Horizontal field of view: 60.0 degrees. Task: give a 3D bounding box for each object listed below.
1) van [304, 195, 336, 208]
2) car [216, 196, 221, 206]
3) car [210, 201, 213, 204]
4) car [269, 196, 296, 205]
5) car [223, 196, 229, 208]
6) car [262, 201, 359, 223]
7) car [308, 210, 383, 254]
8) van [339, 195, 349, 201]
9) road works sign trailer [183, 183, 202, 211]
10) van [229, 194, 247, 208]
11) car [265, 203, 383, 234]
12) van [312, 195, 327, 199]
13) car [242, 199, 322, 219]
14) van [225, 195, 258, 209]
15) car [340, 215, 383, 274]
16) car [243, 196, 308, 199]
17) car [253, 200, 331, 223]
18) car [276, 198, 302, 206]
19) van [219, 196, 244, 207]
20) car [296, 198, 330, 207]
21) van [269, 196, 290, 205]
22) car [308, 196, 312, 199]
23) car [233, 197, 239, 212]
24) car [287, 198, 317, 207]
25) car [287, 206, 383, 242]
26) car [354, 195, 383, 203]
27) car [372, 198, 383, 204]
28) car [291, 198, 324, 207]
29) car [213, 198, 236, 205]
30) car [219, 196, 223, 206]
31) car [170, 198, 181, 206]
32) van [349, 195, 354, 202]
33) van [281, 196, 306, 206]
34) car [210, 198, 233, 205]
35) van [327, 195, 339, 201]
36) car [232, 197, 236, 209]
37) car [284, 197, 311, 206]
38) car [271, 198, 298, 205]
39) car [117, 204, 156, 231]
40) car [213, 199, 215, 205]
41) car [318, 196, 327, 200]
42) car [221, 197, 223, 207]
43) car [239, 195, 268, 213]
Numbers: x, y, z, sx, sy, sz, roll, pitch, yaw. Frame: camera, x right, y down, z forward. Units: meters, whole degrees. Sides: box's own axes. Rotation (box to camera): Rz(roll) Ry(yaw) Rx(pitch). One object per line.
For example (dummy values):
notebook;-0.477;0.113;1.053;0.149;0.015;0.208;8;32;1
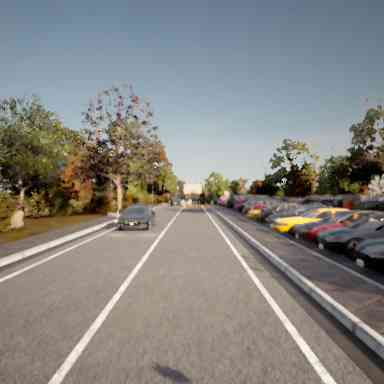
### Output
van;20.416;1.535;53.243;4.442;1.987;1.878;0;-1;0
car;7.252;1.870;59.028;5.008;1.535;2.097;0;-1;0
car;7.271;1.825;70.135;5.566;2.045;2.435;0;-1;0
car;20.432;1.927;75.399;5.566;2.045;2.435;0;-1;0
car;7.196;1.326;42.394;5.566;2.045;2.435;0;0;0
car;7.069;1.525;20.184;4.892;1.521;2.231;0;0;0
car;6.994;1.533;11.856;4.792;1.488;2.163;0;0;0
van;20.350;1.341;39.411;4.442;1.987;1.878;0;0;0
road works sign trailer;0.088;0.621;42.763;2.380;3.560;2.880;0;-1;-1
van;7.038;1.345;39.618;4.442;1.987;1.878;0;0;0
car;6.864;1.514;17.409;5.366;1.575;1.946;0;0;0
van;20.156;1.432;47.706;4.442;1.987;1.878;0;-1;0
car;6.903;1.534;25.737;5.366;1.575;1.946;0;0;0
van;7.077;1.439;47.930;4.442;1.987;1.878;0;-1;0
car;6.981;1.527;9.079;4.792;1.488;2.163;0;0;0
car;7.070;1.418;28.513;4.553;1.767;2.185;0;0;0
car;7.069;1.532;22.960;4.892;1.521;2.231;0;0;0
car;20.371;2.069;69.859;4.892;1.521;2.231;0;-1;0
van;7.376;1.696;61.807;4.442;1.987;1.878;0;-1;0
car;20.306;1.813;56.009;4.892;1.521;2.231;0;-1;0
van;20.535;2.023;78.289;4.442;1.987;1.878;0;-1;0
car;20.101;1.706;50.470;5.366;1.575;1.946;0;-1;0
car;7.123;1.557;34.065;5.008;1.535;2.097;0;0;0
car;20.334;1.917;61.674;5.008;1.535;2.097;0;-1;0
car;7.007;1.540;14.632;4.792;1.488;2.163;0;0;0
car;20.179;1.302;33.996;5.566;2.045;2.435;0;0;0
car;20.188;1.546;31.101;5.008;1.535;2.097;0;0;0
car;20.320;1.863;58.779;5.008;1.535;2.097;0;-1;0
car;7.332;2.188;75.678;5.008;1.535;2.097;0;-1;0
car;7.190;1.797;53.477;4.792;1.488;2.163;0;-1;0
car;-3.078;1.965;63.704;2.128;1.511;4.902;0;-1;1
van;20.337;1.334;36.766;4.442;1.987;1.878;0;0;0
van;20.481;1.791;67.092;4.442;1.987;1.878;0;-1;0
car;7.166;2.327;81.218;5.366;1.575;1.946;0;-1;0
van;20.130;1.348;42.315;4.442;1.987;1.878;0;-1;0
car;7.144;1.604;36.841;4.674;1.452;2.002;0;0;0
car;20.320;1.840;64.322;4.553;1.767;2.185;0;-1;0
car;20.206;2.118;72.626;5.366;1.575;1.946;0;-1;0
car;-3.310;1.528;20.685;1.837;1.490;4.892;0;0;0
car;7.315;2.054;67.354;4.792;1.488;2.163;0;-1;0
car;20.265;1.607;44.931;5.008;1.535;2.097;0;-1;0
car;7.210;1.756;50.700;4.674;1.452;2.002;0;-1;0
car;7.084;1.425;31.289;4.553;1.767;2.185;0;0;0
